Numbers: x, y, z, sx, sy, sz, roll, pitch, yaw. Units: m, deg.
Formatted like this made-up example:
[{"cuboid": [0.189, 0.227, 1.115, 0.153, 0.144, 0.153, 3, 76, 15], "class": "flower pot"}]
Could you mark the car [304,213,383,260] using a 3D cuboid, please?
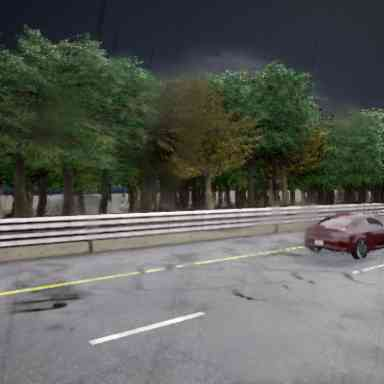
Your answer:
[{"cuboid": [6.086, 1.518, 12.374, 4.674, 1.442, 1.812, 0, 0, -35], "class": "car"}]
